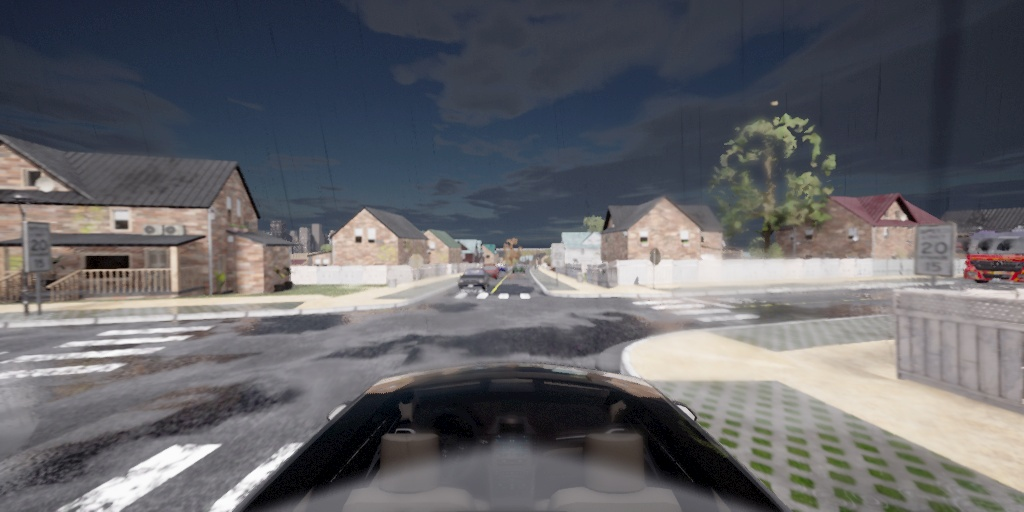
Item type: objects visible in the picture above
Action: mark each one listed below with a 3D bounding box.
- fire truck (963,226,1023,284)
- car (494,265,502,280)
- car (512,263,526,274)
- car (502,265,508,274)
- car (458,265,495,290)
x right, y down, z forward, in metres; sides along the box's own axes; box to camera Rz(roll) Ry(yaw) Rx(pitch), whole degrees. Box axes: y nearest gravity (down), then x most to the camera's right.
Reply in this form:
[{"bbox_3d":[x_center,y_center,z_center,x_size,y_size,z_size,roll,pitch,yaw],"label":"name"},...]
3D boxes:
[{"bbox_3d":[34.324,0.008,23.659,8.468,3.827,2.891,0,2,-17],"label":"fire truck"},{"bbox_3d":[-2.365,1.710,37.991,1.882,1.535,5.008,0,-1,1],"label":"car"},{"bbox_3d":[1.106,1.936,58.252,2.097,1.767,4.553,0,-1,2],"label":"car"},{"bbox_3d":[-1.671,2.183,58.410,1.895,1.301,4.718,0,-1,3],"label":"car"},{"bbox_3d":[-2.616,1.600,25.919,2.033,1.411,5.357,0,-1,1],"label":"car"}]
